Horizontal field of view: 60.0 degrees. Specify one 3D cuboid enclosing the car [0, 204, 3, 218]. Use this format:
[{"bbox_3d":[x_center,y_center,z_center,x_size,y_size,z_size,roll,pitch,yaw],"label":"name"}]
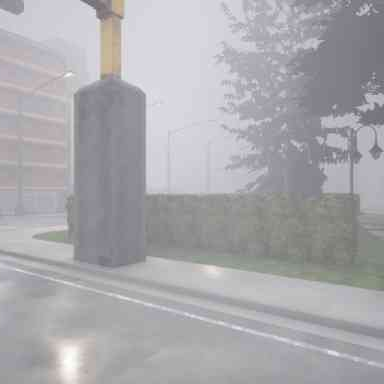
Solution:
[{"bbox_3d":[-15.353,1.222,21.505,2.150,2.045,5.566,0,0,38],"label":"car"}]
